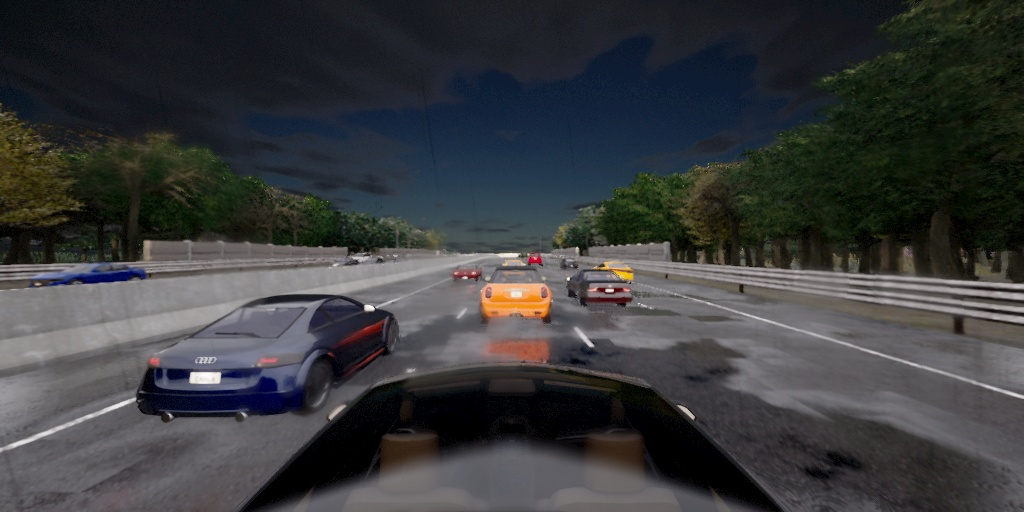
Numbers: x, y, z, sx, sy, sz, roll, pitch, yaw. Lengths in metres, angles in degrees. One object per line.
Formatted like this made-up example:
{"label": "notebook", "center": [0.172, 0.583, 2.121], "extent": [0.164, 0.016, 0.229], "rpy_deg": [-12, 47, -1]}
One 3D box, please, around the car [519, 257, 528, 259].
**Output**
{"label": "car", "center": [0.167, 1.100, 31.161], "extent": [1.882, 1.535, 5.008], "rpy_deg": [0, 1, 0]}

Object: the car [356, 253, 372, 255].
{"label": "car", "center": [-24.396, 0.532, 58.046], "extent": [2.150, 2.045, 5.566], "rpy_deg": [0, 1, 1]}

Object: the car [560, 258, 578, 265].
{"label": "car", "center": [7.195, 0.999, 45.445], "extent": [1.812, 1.442, 4.674], "rpy_deg": [0, 1, 0]}

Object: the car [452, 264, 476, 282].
{"label": "car", "center": [-3.340, 1.253, 27.903], "extent": [1.895, 1.301, 4.718], "rpy_deg": [0, 1, 0]}

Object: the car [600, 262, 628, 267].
{"label": "car", "center": [7.058, 1.153, 25.433], "extent": [1.882, 1.535, 5.008], "rpy_deg": [0, 1, 1]}

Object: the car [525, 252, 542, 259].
{"label": "car", "center": [3.634, 0.539, 58.132], "extent": [2.150, 2.045, 5.566], "rpy_deg": [0, 1, 0]}

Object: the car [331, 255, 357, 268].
{"label": "car", "center": [-20.981, 0.960, 45.240], "extent": [2.128, 1.511, 4.902], "rpy_deg": [0, 1, 0]}

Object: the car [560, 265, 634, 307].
{"label": "car", "center": [3.531, 1.279, 15.407], "extent": [2.033, 1.411, 5.357], "rpy_deg": [0, 0, 0]}

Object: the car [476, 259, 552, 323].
{"label": "car", "center": [0.124, 1.092, 12.186], "extent": [2.097, 1.767, 4.553], "rpy_deg": [0, 0, 0]}

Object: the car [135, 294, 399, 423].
{"label": "car", "center": [-3.387, 1.313, 5.968], "extent": [1.994, 1.385, 4.181], "rpy_deg": [0, 0, 0]}

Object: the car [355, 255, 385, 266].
{"label": "car", "center": [-17.482, 0.974, 45.233], "extent": [1.837, 1.490, 4.892], "rpy_deg": [0, 1, 0]}

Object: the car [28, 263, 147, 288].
{"label": "car", "center": [-24.415, 1.175, 20.926], "extent": [1.882, 1.535, 5.008], "rpy_deg": [0, 0, -1]}

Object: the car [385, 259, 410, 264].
{"label": "car", "center": [-13.982, 1.034, 45.233], "extent": [1.994, 1.385, 4.181], "rpy_deg": [0, 1, 0]}
